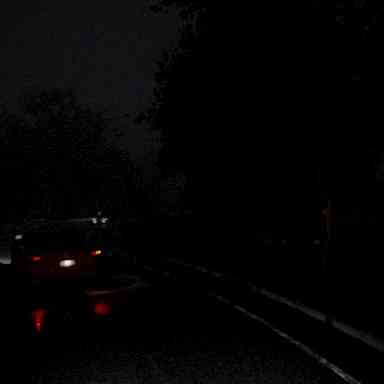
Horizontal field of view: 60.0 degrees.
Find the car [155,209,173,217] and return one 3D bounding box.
[{"bbox_3d":[-4.754,3.464,55.076,2.033,1.411,5.357,-1,-5,15],"label":"car"}]

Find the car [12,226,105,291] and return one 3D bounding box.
[{"bbox_3d":[-3.963,1.660,9.536,1.994,1.385,4.181,0,0,-31],"label":"car"}]

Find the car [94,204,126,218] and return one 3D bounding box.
[{"bbox_3d":[-9.287,2.163,37.981,2.128,1.511,4.902,-1,-3,15],"label":"car"}]

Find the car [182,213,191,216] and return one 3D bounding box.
[{"bbox_3d":[-0.792,4.687,69.965,1.812,1.442,4.674,-1,-5,15],"label":"car"}]
